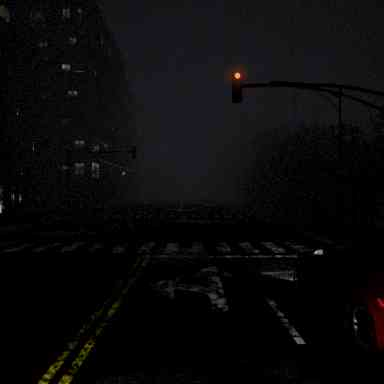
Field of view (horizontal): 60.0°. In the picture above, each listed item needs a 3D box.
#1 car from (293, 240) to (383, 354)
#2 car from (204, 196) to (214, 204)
[{"bbox_3d":[3.345,1.564,6.128,1.994,1.385,4.181,0,0,0],"label":"car"},{"bbox_3d":[3.299,1.513,65.443,2.128,1.511,4.902,0,0,0],"label":"car"}]
